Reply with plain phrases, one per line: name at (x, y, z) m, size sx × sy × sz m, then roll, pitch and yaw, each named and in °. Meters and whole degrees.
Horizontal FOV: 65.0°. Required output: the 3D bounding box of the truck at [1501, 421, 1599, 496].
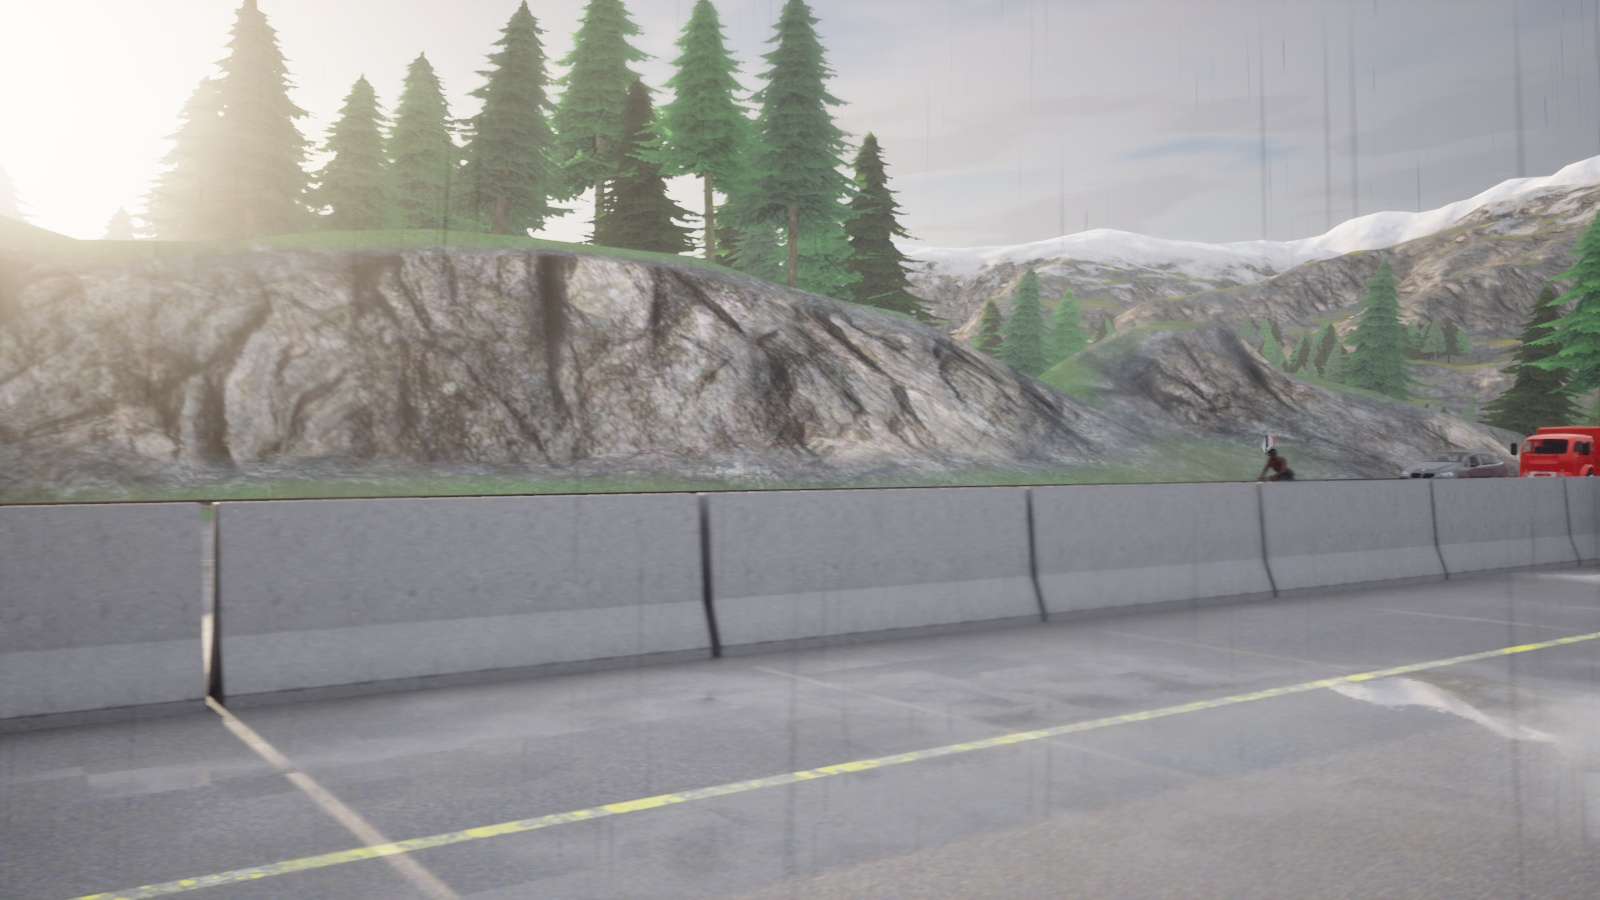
truck at (27.163, 0.316, 43.888) m, size 5.204 × 2.467 × 2.627 m, roll 1°, pitch -1°, yaw -35°

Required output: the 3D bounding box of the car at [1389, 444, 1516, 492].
car at (23.838, 0.653, 45.838) m, size 4.611 × 1.667 × 2.242 m, roll 0°, pitch 0°, yaw -35°
